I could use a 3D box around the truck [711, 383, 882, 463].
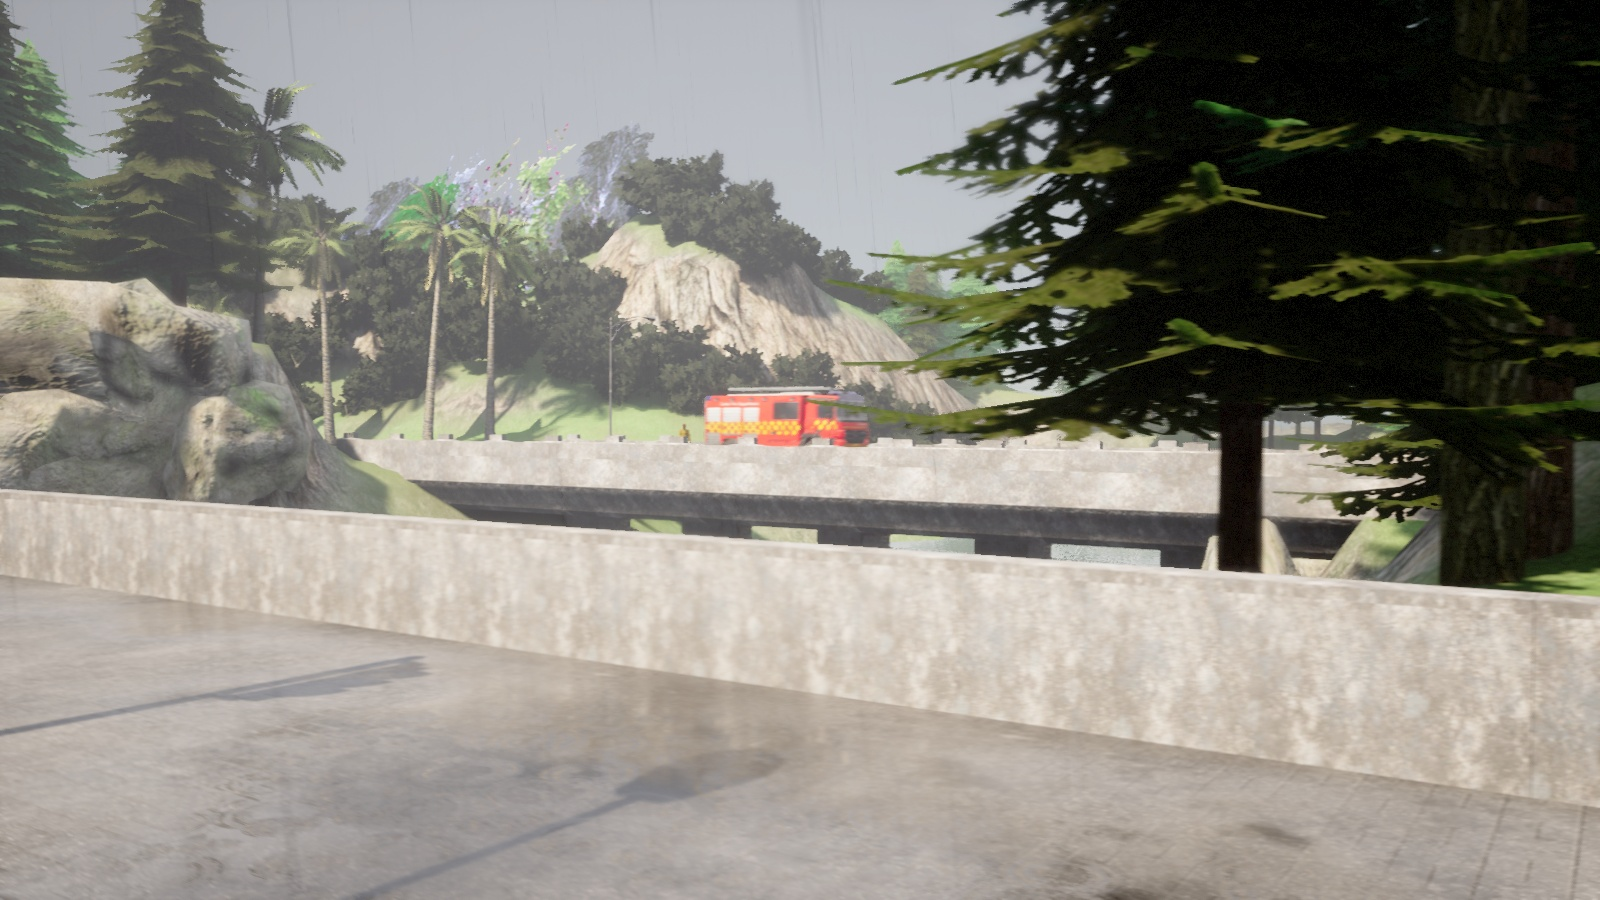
[{"bbox_3d":[-0.265,-1.302,63.821,8.468,3.827,2.891,0,1,34],"label":"truck"}]
